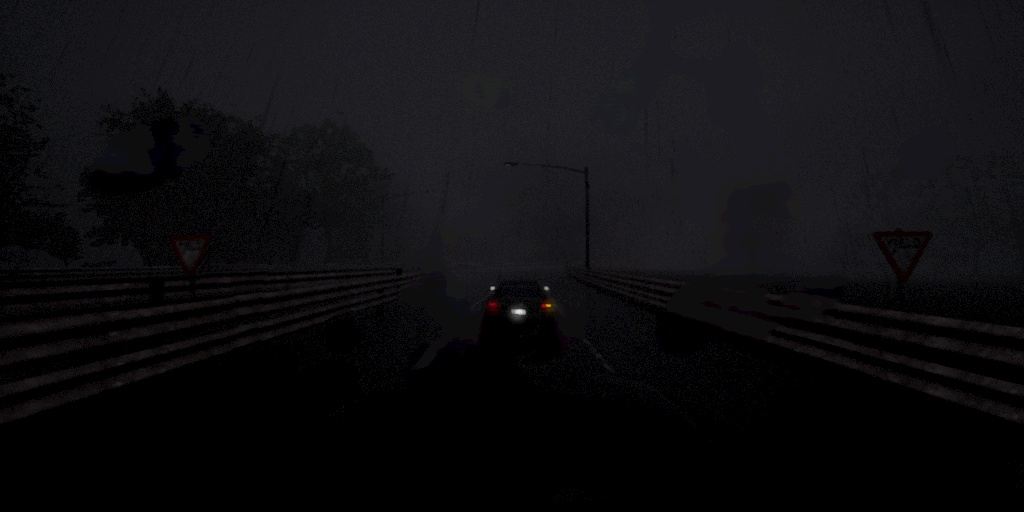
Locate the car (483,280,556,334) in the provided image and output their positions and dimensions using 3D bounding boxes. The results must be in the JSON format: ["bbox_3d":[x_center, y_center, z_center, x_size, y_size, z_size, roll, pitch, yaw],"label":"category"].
[{"bbox_3d":[0.233,1.425,11.113,1.994,1.385,4.181,0,-1,1],"label":"car"}]
